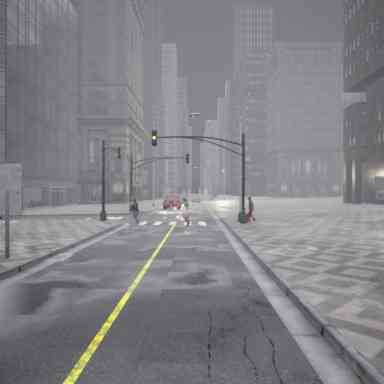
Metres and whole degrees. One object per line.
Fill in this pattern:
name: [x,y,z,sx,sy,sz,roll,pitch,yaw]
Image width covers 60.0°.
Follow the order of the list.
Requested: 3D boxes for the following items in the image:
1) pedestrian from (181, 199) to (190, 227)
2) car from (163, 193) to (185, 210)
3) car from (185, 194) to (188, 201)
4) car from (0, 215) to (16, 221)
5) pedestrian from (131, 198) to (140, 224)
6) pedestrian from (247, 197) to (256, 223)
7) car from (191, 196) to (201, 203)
pedestrian: [-0.356,1.299,21.596,0.375,1.860,0.375,0,0,1]
car: [-2.518,1.233,44.241,2.150,2.045,5.566,0,0,2]
car: [-2.337,1.510,57.719,2.128,1.511,4.902,0,0,1]
car: [-17.752,1.749,28.606,4.902,1.511,2.128,-1,0,0]
pedestrian: [-3.840,1.299,22.863,0.375,1.860,0.375,0,0,1]
pedestrian: [3.879,1.147,22.141,0.375,1.860,0.375,0,0,1]
car: [0.878,1.576,68.042,2.033,1.411,5.357,0,0,1]
